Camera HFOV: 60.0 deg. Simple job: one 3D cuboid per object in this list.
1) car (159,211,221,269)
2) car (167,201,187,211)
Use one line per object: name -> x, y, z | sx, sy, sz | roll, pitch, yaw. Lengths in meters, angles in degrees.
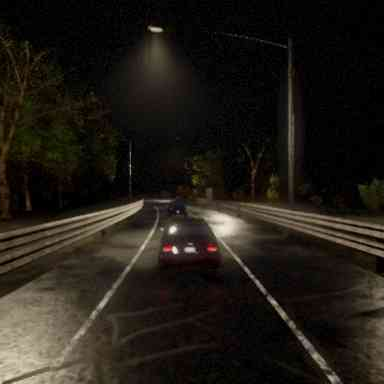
car -> -0.130, 1.595, 11.346 | 2.033, 1.411, 5.357 | 0, 0, -2
car -> -1.470, 1.643, 32.398 | 1.812, 1.442, 4.674 | 0, 0, -5
